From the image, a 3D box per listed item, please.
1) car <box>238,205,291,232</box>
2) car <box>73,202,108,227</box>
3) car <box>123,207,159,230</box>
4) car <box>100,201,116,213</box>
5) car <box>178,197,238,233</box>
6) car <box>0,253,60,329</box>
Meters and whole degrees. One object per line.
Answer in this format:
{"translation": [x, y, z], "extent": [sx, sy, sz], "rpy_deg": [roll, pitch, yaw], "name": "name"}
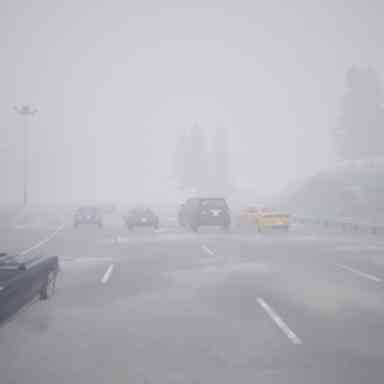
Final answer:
{"translation": [4.223, 1.543, 20.650], "extent": [1.882, 1.535, 5.008], "rpy_deg": [0, 0, -14], "name": "car"}
{"translation": [-7.465, 1.685, 23.847], "extent": [2.033, 1.411, 5.357], "rpy_deg": [0, 0, -18], "name": "car"}
{"translation": [-3.470, 1.675, 22.348], "extent": [1.994, 1.385, 4.181], "rpy_deg": [0, 0, -15], "name": "car"}
{"translation": [-10.330, 1.778, 38.934], "extent": [1.994, 1.385, 4.181], "rpy_deg": [0, 0, -28], "name": "car"}
{"translation": [0.644, 1.305, 20.832], "extent": [2.150, 2.045, 5.566], "rpy_deg": [0, 0, -15], "name": "car"}
{"translation": [-3.802, 1.643, 5.494], "extent": [1.895, 1.301, 4.718], "rpy_deg": [0, 0, -4], "name": "car"}
